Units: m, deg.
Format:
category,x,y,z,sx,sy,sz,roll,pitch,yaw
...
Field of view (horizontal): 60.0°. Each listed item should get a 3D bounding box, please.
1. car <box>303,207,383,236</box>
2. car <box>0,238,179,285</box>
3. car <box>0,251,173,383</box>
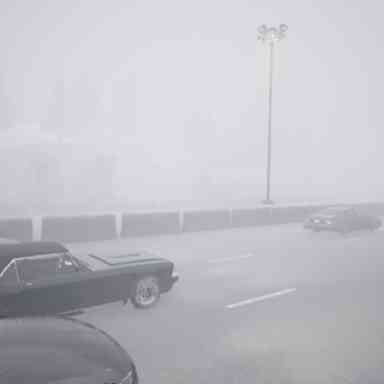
category,x,y,z,sx,sy,sz,roll,pitch,yaw
car,8.364,1.524,18.303,5.357,1.411,2.033,0,0,-35
car,-2.616,1.603,6.179,4.718,1.301,1.895,0,0,-35
car,-2.659,1.489,1.850,4.902,1.511,2.128,0,0,-35
